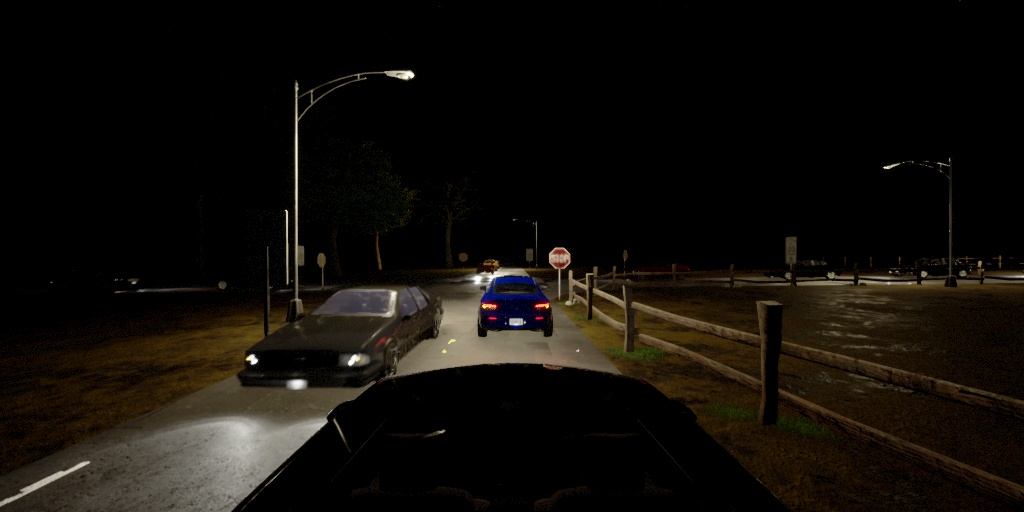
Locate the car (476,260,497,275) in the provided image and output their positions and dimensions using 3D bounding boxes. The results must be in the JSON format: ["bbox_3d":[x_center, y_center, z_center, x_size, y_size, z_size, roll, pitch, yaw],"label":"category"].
[{"bbox_3d":[-2.899,1.380,39.719,1.895,1.301,4.718,0,0,-2],"label":"car"}]

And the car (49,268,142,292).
[{"bbox_3d":[-27.933,1.568,24.171,4.902,1.511,2.128,-1,1,0],"label":"car"}]

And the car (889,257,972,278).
[{"bbox_3d":[31.343,0.868,26.925,4.892,1.490,1.837,-1,1,0],"label":"car"}]

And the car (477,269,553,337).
[{"bbox_3d":[0.053,1.277,10.158,1.812,1.442,4.674,0,0,-1],"label":"car"}]

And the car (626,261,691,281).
[{"bbox_3d":[11.022,1.126,27.112,4.674,1.442,1.812,0,1,3],"label":"car"}]

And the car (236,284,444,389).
[{"bbox_3d":[-2.756,1.298,7.352,2.033,1.411,5.357,0,0,1],"label":"car"}]

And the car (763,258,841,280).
[{"bbox_3d":[21.717,0.955,26.963,5.008,1.535,1.882,-1,1,1],"label":"car"}]

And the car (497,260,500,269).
[{"bbox_3d":[-2.954,1.279,49.075,1.882,1.535,5.008,0,0,0],"label":"car"}]

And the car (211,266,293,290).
[{"bbox_3d":[-17.335,1.435,24.166,5.008,1.535,1.882,-1,1,0],"label":"car"}]

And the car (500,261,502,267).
[{"bbox_3d":[-2.933,1.384,58.904,2.033,1.411,5.357,0,0,1],"label":"car"}]

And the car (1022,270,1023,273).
[{"bbox_3d":[41.362,0.808,26.866,4.181,1.385,1.994,-1,1,0],"label":"car"}]
